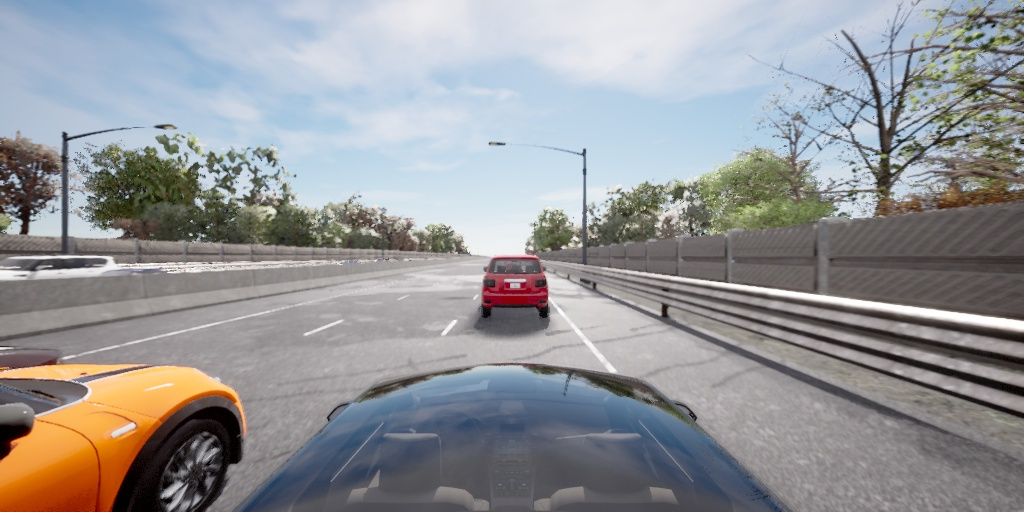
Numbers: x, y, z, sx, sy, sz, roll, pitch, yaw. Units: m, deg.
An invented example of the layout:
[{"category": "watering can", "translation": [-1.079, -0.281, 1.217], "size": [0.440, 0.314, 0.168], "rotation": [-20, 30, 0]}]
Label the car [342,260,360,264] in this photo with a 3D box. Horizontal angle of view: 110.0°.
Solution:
[{"category": "car", "translation": [-24.560, 1.329, 54.920], "size": [1.994, 1.385, 4.181], "rotation": [0, 0, 1]}]

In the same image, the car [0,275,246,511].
[{"category": "car", "translation": [-3.403, 1.103, 1.276], "size": [2.097, 1.767, 4.553], "rotation": [0, 0, 0]}]

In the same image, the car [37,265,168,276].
[{"category": "car", "translation": [-17.597, 1.282, 16.364], "size": [1.812, 1.442, 4.674], "rotation": [0, 0, 0]}]

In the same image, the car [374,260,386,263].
[{"category": "car", "translation": [-21.046, 1.313, 57.787], "size": [2.033, 1.411, 5.357], "rotation": [0, 0, 1]}]

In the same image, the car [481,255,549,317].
[{"category": "car", "translation": [0.098, 0.974, 13.328], "size": [2.150, 2.045, 5.566], "rotation": [0, 0, 0]}]

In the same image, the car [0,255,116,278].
[{"category": "car", "translation": [-21.103, 0.978, 16.046], "size": [2.150, 2.045, 5.566], "rotation": [0, 0, 0]}]

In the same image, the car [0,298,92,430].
[{"category": "car", "translation": [-6.900, 1.299, 2.343], "size": [2.033, 1.411, 5.357], "rotation": [0, 0, 0]}]

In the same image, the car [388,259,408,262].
[{"category": "car", "translation": [-17.561, 1.255, 57.498], "size": [2.128, 1.511, 4.902], "rotation": [0, 0, 1]}]
